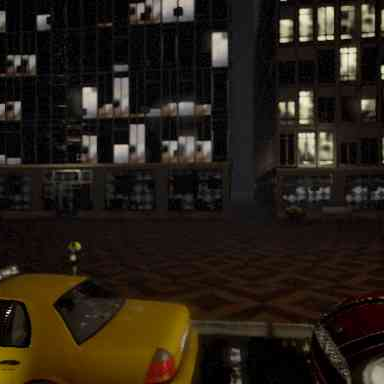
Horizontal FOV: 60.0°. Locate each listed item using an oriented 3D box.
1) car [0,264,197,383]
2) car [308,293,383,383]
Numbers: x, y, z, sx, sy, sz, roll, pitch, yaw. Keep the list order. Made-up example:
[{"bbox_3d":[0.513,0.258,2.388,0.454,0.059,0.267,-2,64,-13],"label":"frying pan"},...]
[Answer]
[{"bbox_3d":[-2.386,1.556,3.813,4.829,1.417,1.752,0,0,7],"label":"car"},{"bbox_3d":[3.271,1.423,3.148,4.097,1.590,1.967,0,0,7],"label":"car"}]
